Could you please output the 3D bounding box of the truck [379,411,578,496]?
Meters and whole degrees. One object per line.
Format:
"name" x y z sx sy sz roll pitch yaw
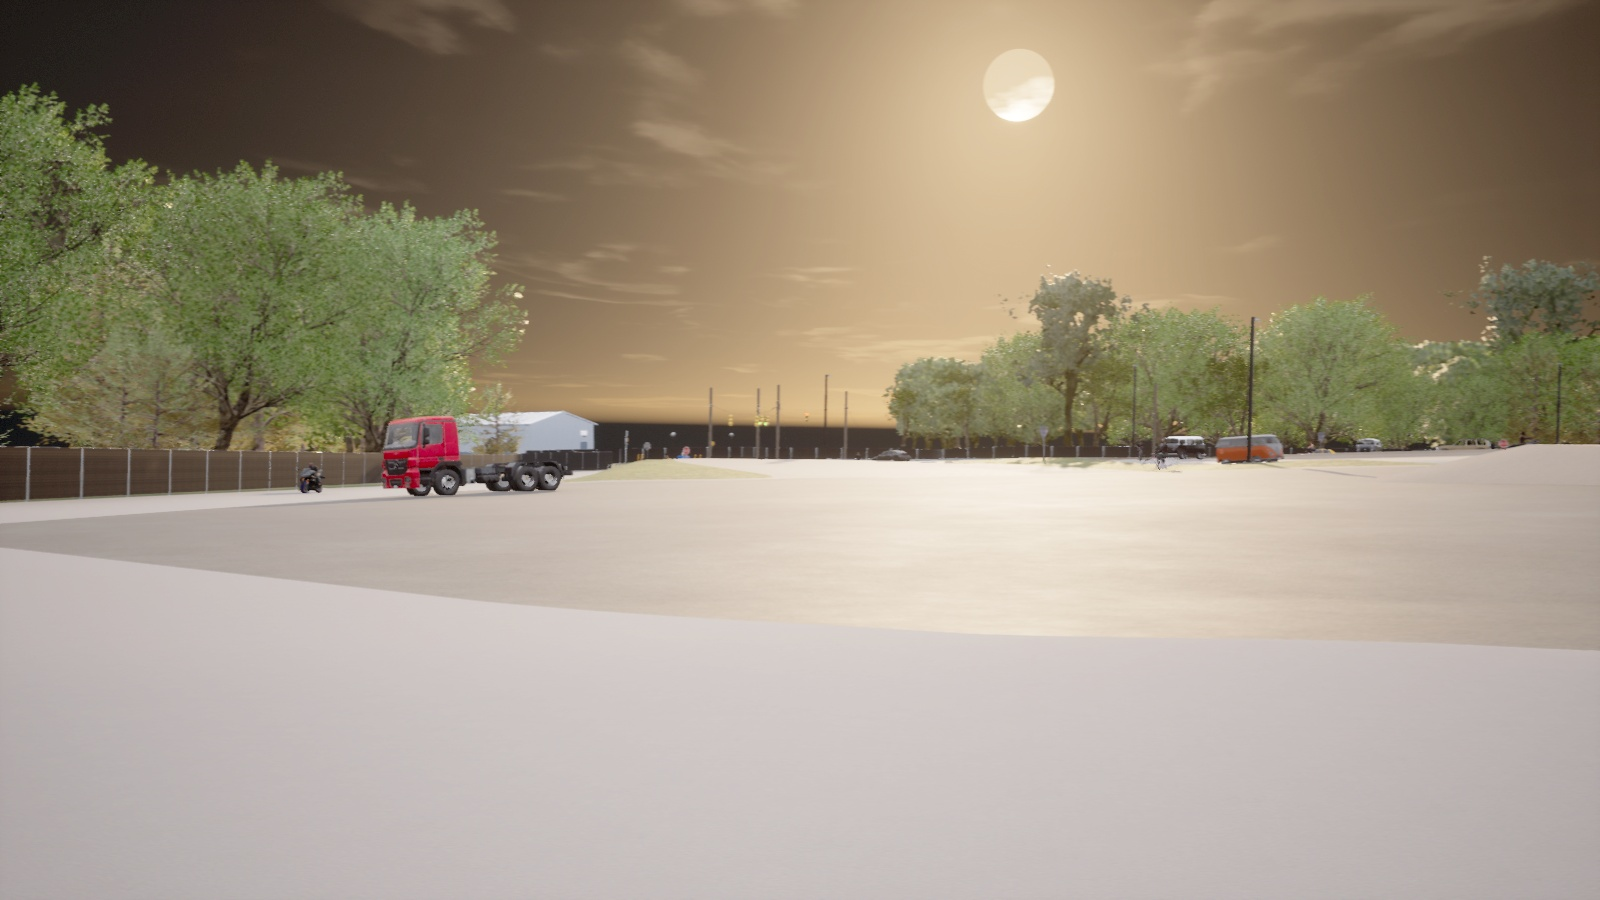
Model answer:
"truck" -13.936 0.088 55.010 7.936 3.462 2.891 -1 -1 -44

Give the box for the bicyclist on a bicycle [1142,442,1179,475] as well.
"bicyclist on a bicycle" 19.480 0.449 67.868 1.843 1.776 0.659 -1 0 16

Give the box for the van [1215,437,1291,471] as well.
"van" 29.115 0.304 80.866 1.775 1.987 4.442 0 -3 -30

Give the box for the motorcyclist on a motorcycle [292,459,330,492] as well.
"motorcyclist on a motorcycle" -23.399 1.198 60.165 0.866 1.530 2.191 2 -1 2
